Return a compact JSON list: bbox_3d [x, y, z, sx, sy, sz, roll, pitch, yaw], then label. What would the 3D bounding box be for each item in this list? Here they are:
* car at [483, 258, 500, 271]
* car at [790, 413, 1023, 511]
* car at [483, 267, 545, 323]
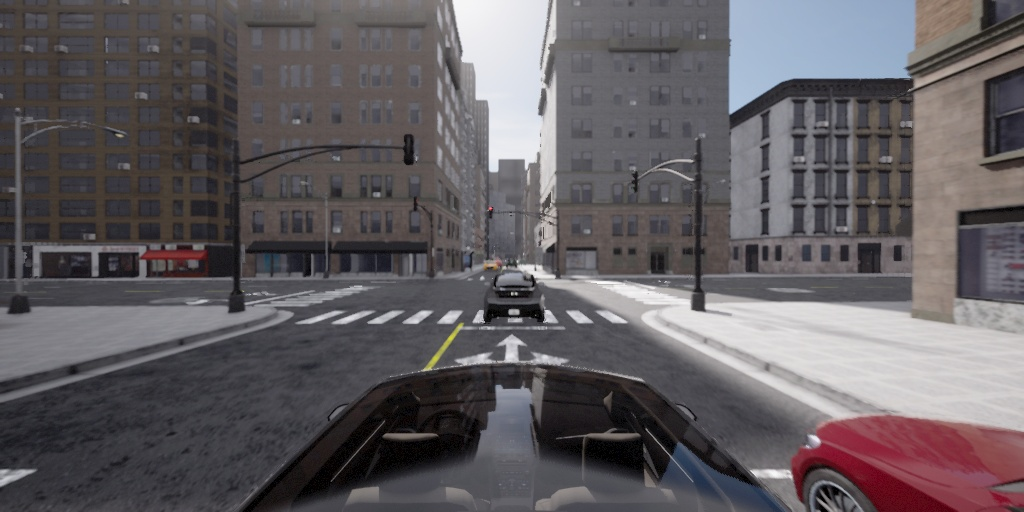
[{"bbox_3d":[-3.131,1.464,52.851,1.882,1.535,5.008,0,-1,0],"label":"car"},{"bbox_3d":[2.876,1.328,0.859,1.802,1.307,4.207,0,0,0],"label":"car"},{"bbox_3d":[0.072,1.300,12.294,1.837,1.490,4.892,0,0,0],"label":"car"}]
